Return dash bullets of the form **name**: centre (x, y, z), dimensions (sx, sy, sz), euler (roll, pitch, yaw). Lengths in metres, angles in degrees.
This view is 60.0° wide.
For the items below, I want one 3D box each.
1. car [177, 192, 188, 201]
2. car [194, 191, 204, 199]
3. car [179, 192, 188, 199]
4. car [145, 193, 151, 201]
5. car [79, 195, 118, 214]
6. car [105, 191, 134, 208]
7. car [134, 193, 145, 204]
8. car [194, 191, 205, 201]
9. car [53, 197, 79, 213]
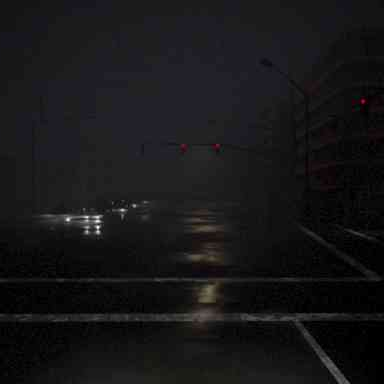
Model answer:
- **car**: centre (-1.926, 0.916, 65.170), dimensions (2.033, 1.411, 5.357), euler (0, 1, 1)
- **car**: centre (1.613, 0.555, 75.829), dimensions (2.097, 1.767, 4.553), euler (0, 1, 1)
- **car**: centre (-1.887, 0.741, 75.821), dimensions (2.033, 1.411, 5.357), euler (0, 1, 1)
- **car**: centre (-9.086, 0.947, 63.513), dimensions (2.033, 1.411, 5.357), euler (0, 1, 1)
- **car**: centre (-9.515, 1.369, 34.292), dimensions (2.128, 1.511, 4.902), euler (0, 1, 1)
- **car**: centre (-9.397, 1.105, 43.333), dimensions (2.097, 1.767, 4.553), euler (0, 1, 1)
- **car**: centre (-9.274, 1.132, 52.978), dimensions (2.033, 1.411, 5.357), euler (0, 1, 1)
- **car**: centre (1.560, 0.886, 63.718), dimensions (2.128, 1.511, 4.902), euler (0, 1, 1)
- **car**: centre (-13.003, 1.346, 35.359), dimensions (1.882, 1.535, 5.008), euler (0, 1, 1)
